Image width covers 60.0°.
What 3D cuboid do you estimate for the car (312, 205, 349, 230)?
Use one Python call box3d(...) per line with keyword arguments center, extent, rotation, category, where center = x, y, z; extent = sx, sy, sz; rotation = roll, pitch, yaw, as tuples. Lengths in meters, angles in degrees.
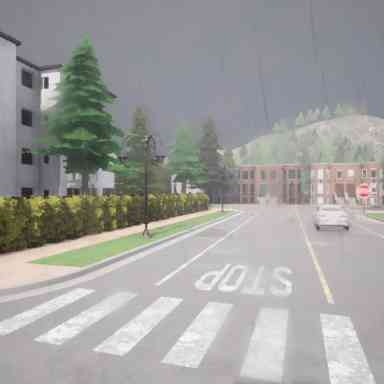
box3d(center=(8.661, 1.525, 20.981), extent=(1.812, 1.442, 4.674), rotation=(0, 0, 17), category="car")
